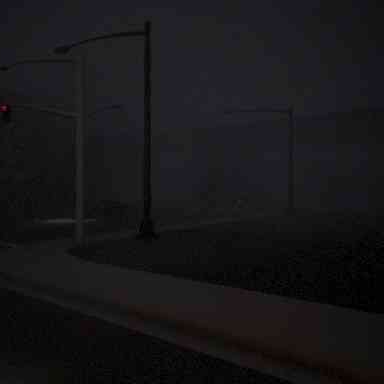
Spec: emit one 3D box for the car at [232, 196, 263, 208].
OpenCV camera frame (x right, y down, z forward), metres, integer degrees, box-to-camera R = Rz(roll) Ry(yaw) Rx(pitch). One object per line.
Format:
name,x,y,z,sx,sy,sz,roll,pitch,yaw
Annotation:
car,8.091,1.376,48.780,4.553,1.767,2.097,0,0,-27

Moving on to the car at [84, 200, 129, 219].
car,-7.950,1.506,29.993,1.882,1.535,5.008,0,0,34
